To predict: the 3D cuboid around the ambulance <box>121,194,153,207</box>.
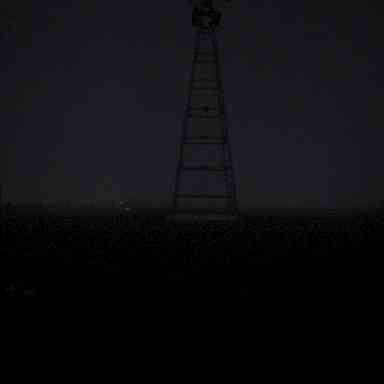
[{"bbox_3d":[-10.020,1.625,60.548,2.351,2.431,6.366,1,0,35],"label":"ambulance"}]
